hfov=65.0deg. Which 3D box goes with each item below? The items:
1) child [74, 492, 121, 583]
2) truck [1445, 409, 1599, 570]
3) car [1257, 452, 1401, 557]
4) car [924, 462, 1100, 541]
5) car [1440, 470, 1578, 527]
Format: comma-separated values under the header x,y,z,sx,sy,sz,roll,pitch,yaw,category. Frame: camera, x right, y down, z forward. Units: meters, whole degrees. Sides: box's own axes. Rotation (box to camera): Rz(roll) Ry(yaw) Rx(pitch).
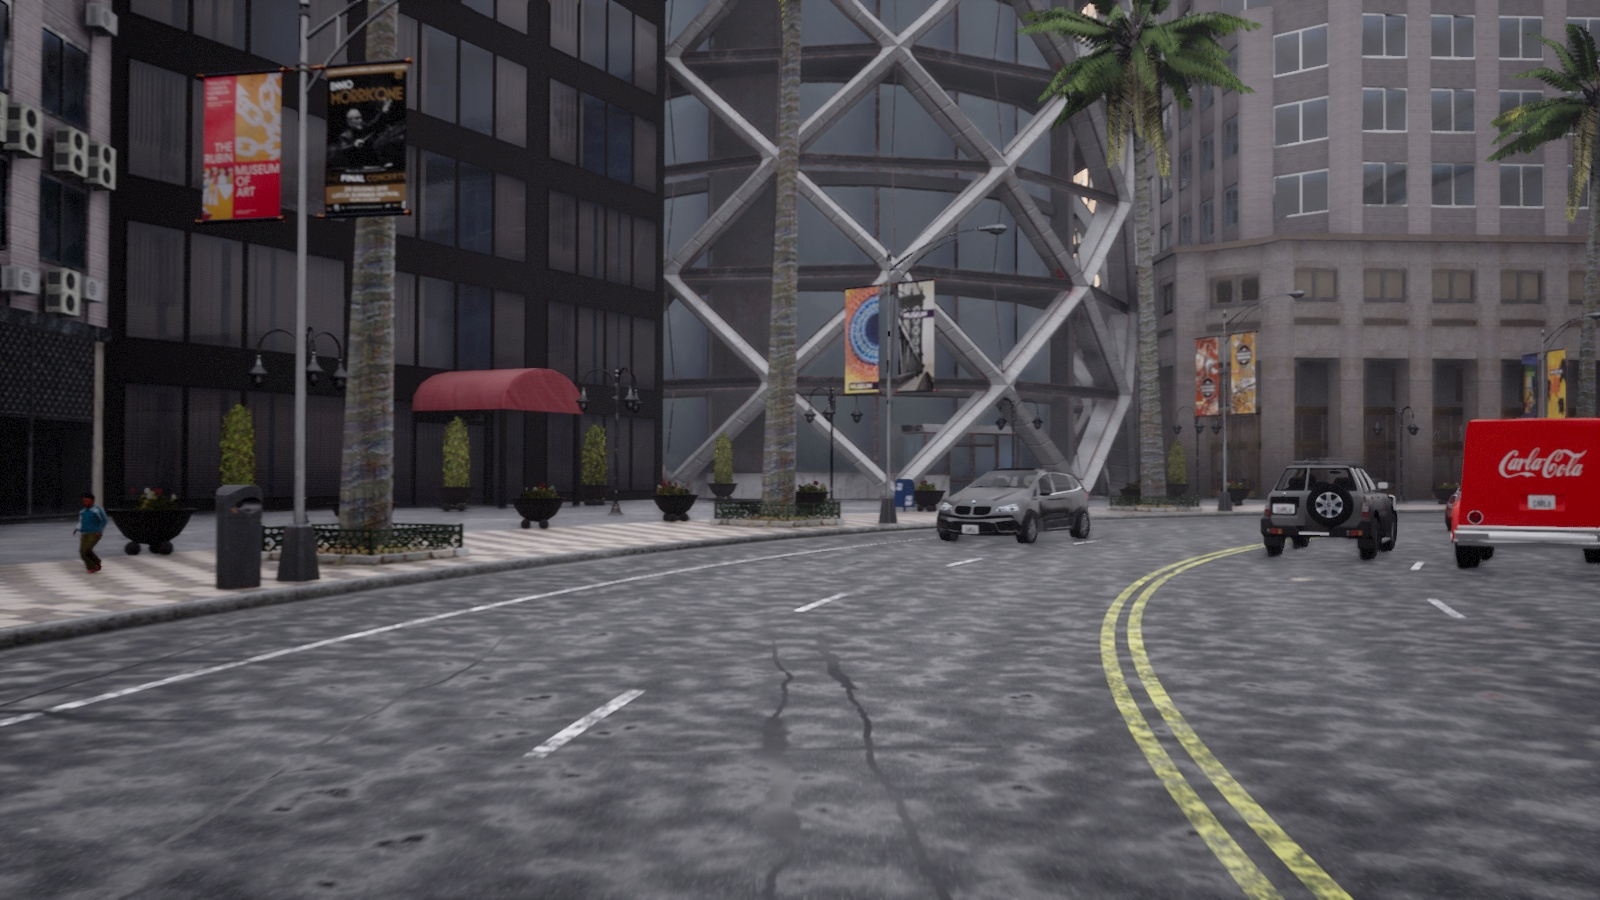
x,y,z,sx,sy,sz,roll,pitch,yaw,category
-9.438,1.169,16.868,0.343,1.192,0.448,0,-1,9,child
12.875,0.647,21.893,2.627,2.467,5.204,-1,-1,30,truck
10.461,1.005,24.634,1.932,1.855,4.605,-1,-1,31,car
4.987,1.127,29.066,2.242,1.667,4.611,-1,-1,35,car
19.336,1.282,34.230,3.806,1.475,1.970,1,-1,-38,car
